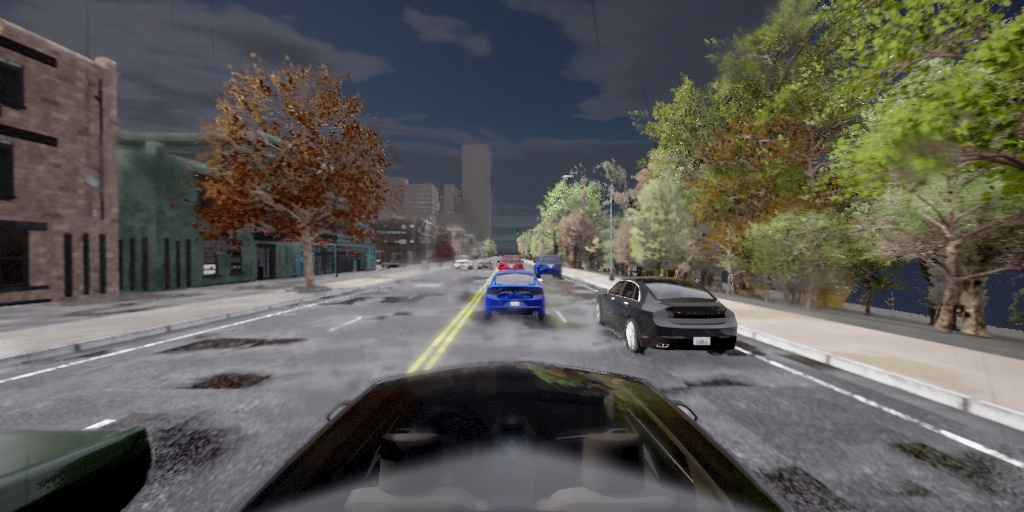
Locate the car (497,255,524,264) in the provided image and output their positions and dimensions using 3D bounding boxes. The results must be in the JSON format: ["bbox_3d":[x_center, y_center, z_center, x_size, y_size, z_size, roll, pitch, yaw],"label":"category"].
[{"bbox_3d":[-0.124,0.967,31.881,2.150,2.045,5.566,0,0,-1],"label":"car"}]

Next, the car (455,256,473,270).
[{"bbox_3d":[-7.095,0.972,53.363,2.150,2.045,5.566,0,0,-1],"label":"car"}]

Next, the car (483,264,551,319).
[{"bbox_3d":[0.094,1.226,12.801,1.882,1.535,5.008,0,0,0],"label":"car"}]

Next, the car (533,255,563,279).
[{"bbox_3d":[3.125,0.967,31.942,2.150,2.045,5.566,0,0,-1],"label":"car"}]

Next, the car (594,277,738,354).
[{"bbox_3d":[3.349,1.254,8.744,1.837,1.490,4.892,0,0,0],"label":"car"}]

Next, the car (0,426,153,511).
[{"bbox_3d":[-3.350,1.351,0.132,1.895,1.301,4.718,0,0,0],"label":"car"}]

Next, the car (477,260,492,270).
[{"bbox_3d":[-3.836,1.310,51.679,1.994,1.385,4.181,0,0,0],"label":"car"}]
